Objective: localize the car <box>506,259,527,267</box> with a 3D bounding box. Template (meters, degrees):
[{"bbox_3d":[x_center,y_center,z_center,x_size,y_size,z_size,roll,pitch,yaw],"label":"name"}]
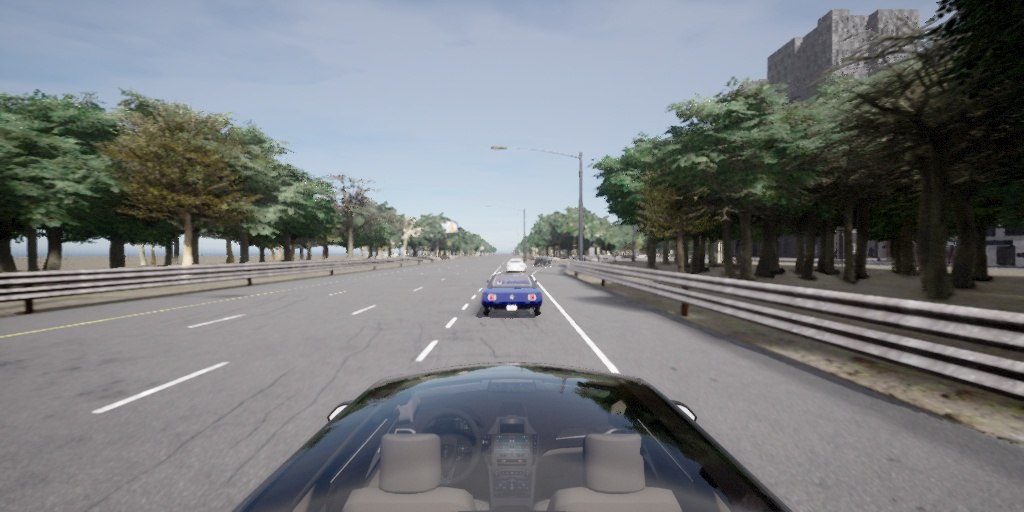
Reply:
[{"bbox_3d":[0.457,1.006,34.982,1.812,1.442,4.674,0,0,5],"label":"car"}]

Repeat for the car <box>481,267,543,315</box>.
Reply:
[{"bbox_3d":[0.003,1.259,13.055,1.895,1.301,4.718,0,0,0],"label":"car"}]

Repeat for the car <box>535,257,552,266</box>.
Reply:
[{"bbox_3d":[4.878,0.823,55.487,1.837,1.490,4.892,-1,0,19],"label":"car"}]
